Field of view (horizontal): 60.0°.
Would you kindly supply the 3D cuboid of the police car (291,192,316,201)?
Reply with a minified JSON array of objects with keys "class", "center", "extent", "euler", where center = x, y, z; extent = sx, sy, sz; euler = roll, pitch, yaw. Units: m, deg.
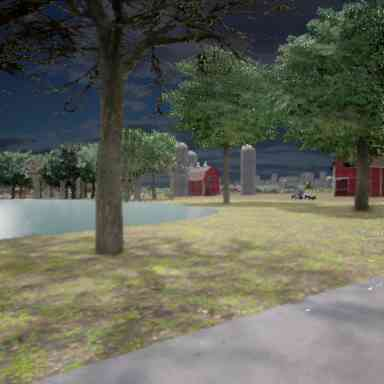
[{"class":"police car","center":[22.419,0.891,66.802],"extent":[1.930,1.638,5.238],"euler":[1,-1,-35]}]
